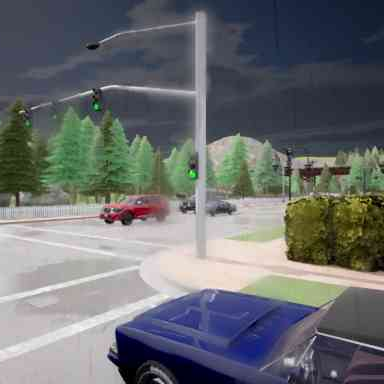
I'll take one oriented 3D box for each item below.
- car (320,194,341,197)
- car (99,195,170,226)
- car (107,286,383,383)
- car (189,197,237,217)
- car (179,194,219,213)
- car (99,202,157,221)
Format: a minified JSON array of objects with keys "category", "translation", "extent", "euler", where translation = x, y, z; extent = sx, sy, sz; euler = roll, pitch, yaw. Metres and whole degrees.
[{"category":"car","translation":[16.220,1.222,38.216],"extent":[2.150,2.045,5.566],"euler":[0,0,38]},{"category":"car","translation":[-3.997,1.221,24.249],"extent":[2.150,2.045,5.566],"euler":[0,0,38]},{"category":"car","translation":[1.432,1.601,2.943],"extent":[4.718,1.301,1.895],"euler":[0,0,36]},{"category":"car","translation":[2.364,1.547,32.282],"extent":[2.033,1.411,5.357],"euler":[0,0,38]},{"category":"car","translation":[0.983,1.221,36.168],"extent":[2.150,2.045,5.566],"euler":[0,0,39]},{"category":"car","translation":[-5.348,1.601,28.182],"extent":[1.895,1.301,4.718],"euler":[0,0,38]}]
